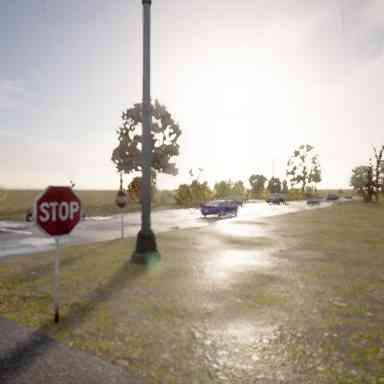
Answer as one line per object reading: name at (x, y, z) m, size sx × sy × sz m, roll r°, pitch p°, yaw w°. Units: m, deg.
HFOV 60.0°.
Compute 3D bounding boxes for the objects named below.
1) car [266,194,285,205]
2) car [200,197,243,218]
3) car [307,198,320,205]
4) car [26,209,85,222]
car at (16.264, 1.352, 64.323) m, size 2.150 × 2.045 × 5.566 m, roll 0°, pitch 1°, yaw 34°
car at (2.705, 1.541, 31.561) m, size 1.882 × 1.535 × 5.008 m, roll 0°, pitch 0°, yaw 34°
car at (23.689, 1.760, 64.643) m, size 1.895 × 1.301 × 4.718 m, roll 0°, pitch 0°, yaw 27°
car at (-10.153, 1.612, 24.997) m, size 1.994 × 1.385 × 4.181 m, roll 0°, pitch 1°, yaw 34°
